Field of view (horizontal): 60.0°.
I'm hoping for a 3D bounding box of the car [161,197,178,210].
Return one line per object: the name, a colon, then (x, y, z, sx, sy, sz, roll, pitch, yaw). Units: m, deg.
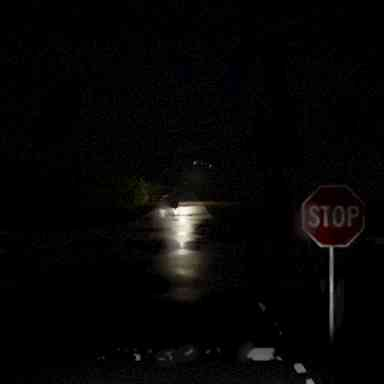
car: (-2.774, 1.394, 42.243, 1.882, 1.535, 5.008, 0, 1, 0)
